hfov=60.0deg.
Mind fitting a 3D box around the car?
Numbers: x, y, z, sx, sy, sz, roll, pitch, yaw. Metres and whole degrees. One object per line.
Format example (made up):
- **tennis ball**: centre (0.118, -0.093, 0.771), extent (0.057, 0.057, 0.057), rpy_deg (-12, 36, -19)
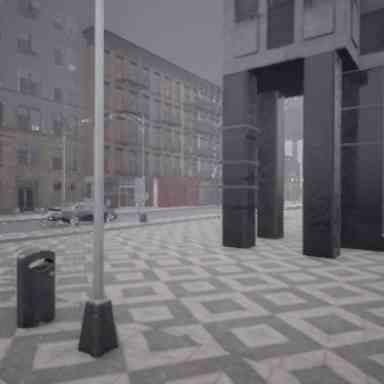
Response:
- **car**: centre (-7.275, 1.431, 22.445), extent (2.128, 1.511, 4.902), rpy_deg (0, 0, 35)
